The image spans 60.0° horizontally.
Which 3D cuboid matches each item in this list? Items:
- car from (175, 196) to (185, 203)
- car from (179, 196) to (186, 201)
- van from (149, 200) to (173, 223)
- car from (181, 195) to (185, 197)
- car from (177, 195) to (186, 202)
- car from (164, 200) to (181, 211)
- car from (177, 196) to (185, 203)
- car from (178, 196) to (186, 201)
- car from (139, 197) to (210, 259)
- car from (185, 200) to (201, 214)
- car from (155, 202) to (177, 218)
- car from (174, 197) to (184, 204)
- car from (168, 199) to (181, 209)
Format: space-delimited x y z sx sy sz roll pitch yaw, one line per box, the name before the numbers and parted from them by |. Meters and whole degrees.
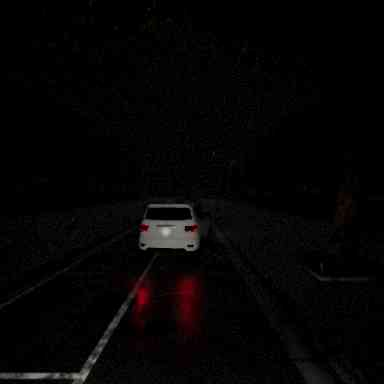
car | -2.618 1.619 73.441 1.967 1.590 4.097 1 0 0
car | -2.619 1.770 95.600 1.947 1.339 4.313 1 0 0
van | -2.628 1.608 29.109 1.690 1.788 3.998 0 0 0
car | -2.619 1.765 62.362 1.947 1.339 4.313 1 0 0
car | -2.618 1.621 84.520 1.967 1.590 4.097 1 0 0
car | -2.622 1.831 45.745 1.947 1.339 4.313 1 0 0
car | -2.619 1.703 78.811 1.752 1.417 4.829 1 0 0
car | -2.620 1.742 90.060 2.008 1.369 4.403 1 0 0
car | -0.521 1.387 13.593 2.150 2.045 5.566 0 0 7
car | 0.104 1.782 41.258 1.837 1.490 4.892 0 0 0
car | -2.627 1.830 34.654 2.008 1.369 4.403 1 0 0
car | -2.620 1.768 67.902 1.802 1.307 4.206 1 0 0
car | -2.619 1.823 51.285 1.802 1.307 4.206 1 0 0
